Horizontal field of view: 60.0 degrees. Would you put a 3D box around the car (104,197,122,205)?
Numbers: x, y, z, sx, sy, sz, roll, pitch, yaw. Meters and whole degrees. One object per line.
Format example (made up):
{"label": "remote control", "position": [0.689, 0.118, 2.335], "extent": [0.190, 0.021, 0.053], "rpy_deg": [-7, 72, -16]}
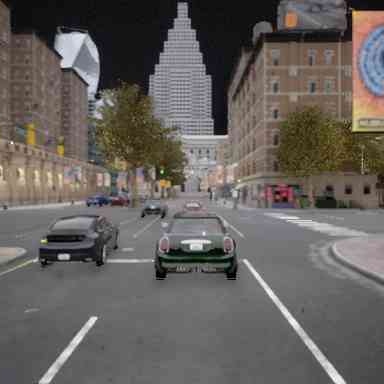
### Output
{"label": "car", "position": [-14.986, 1.623, 63.231], "extent": [2.033, 1.411, 5.357], "rpy_deg": [0, 0, 0]}

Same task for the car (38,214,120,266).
{"label": "car", "position": [-3.716, 1.521, 11.591], "extent": [1.837, 1.490, 4.892], "rpy_deg": [0, 0, -4]}

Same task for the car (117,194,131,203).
{"label": "car", "position": [-14.984, 1.443, 73.223], "extent": [2.097, 1.767, 4.553], "rpy_deg": [0, 0, 0]}

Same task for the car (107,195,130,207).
{"label": "car", "position": [-11.490, 1.541, 52.647], "extent": [1.882, 1.535, 5.008], "rpy_deg": [0, 0, 0]}

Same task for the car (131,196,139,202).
{"label": "car", "position": [-11.486, 1.675, 62.342], "extent": [1.895, 1.301, 4.718], "rpy_deg": [0, 0, 0]}

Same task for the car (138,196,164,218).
{"label": "car", "position": [-3.394, 1.389, 30.971], "extent": [2.097, 1.767, 4.553], "rpy_deg": [0, 0, 0]}

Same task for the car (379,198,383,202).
{"label": "car", "position": [34.459, 1.557, 63.411], "extent": [2.231, 1.521, 4.892], "rpy_deg": [0, 0, 0]}

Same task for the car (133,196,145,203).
{"label": "car", "position": [-11.484, 1.639, 72.243], "extent": [1.994, 1.385, 4.181], "rpy_deg": [0, 0, 0]}

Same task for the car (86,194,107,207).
{"label": "car", "position": [-14.988, 1.285, 53.114], "extent": [2.150, 2.045, 5.566], "rpy_deg": [0, 0, 0]}

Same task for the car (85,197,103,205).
{"label": "car", "position": [-18.236, 1.669, 62.028], "extent": [1.895, 1.301, 4.718], "rpy_deg": [0, 0, 0]}

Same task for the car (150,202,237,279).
{"label": "car", "position": [0.102, 1.364, 10.251], "extent": [2.097, 1.767, 4.553], "rpy_deg": [0, 0, 0]}
